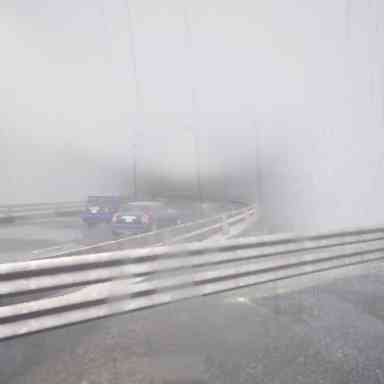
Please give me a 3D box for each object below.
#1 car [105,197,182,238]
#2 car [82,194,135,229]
[{"bbox_3d":[-2.145,1.282,17.014,2.097,1.767,4.553,0,0,19],"label":"car"},{"bbox_3d":[-4.513,1.132,20.752,2.150,2.045,5.566,0,0,18],"label":"car"}]
